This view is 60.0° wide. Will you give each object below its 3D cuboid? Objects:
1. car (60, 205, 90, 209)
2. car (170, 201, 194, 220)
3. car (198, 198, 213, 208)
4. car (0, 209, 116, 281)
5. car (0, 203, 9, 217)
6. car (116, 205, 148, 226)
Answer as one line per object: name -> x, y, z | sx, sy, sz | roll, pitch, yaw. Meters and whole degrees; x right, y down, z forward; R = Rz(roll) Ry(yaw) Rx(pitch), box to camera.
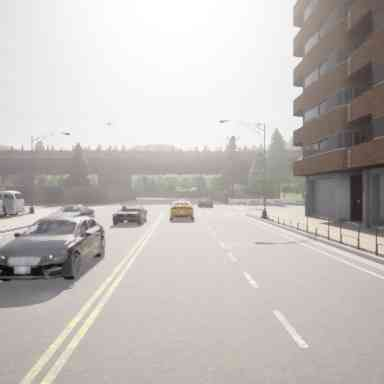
car -> -7.790, 1.547, 21.903 | 2.033, 1.411, 5.357 | 0, 0, -2
car -> -0.872, 1.478, 28.503 | 1.882, 1.535, 5.008 | 0, 0, -2
car -> 1.914, 1.530, 48.381 | 1.994, 1.385, 4.181 | 0, 0, -2
car -> -3.901, 1.491, 9.934 | 2.128, 1.511, 4.902 | 0, 0, -2
car -> -7.377, 1.351, 9.176 | 2.097, 1.767, 4.553 | 0, 0, -2
car -> -4.340, 1.601, 23.704 | 1.895, 1.301, 4.718 | 0, 0, -1
